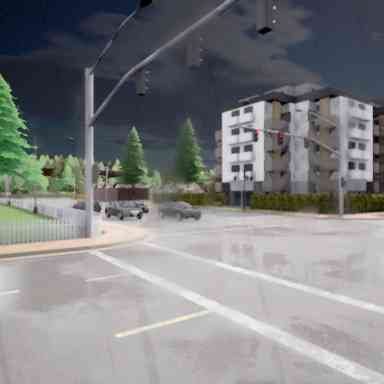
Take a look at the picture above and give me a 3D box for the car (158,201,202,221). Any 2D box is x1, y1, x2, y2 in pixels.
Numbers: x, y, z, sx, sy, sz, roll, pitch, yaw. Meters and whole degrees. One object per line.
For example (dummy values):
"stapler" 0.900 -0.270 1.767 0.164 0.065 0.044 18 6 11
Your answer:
"car" -1.094 1.506 27.290 1.837 1.490 4.892 0 0 -34

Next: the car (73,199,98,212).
"car" -11.386 1.601 36.227 1.895 1.301 4.718 0 0 -34

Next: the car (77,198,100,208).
"car" -14.956 1.601 47.853 1.895 1.301 4.718 0 0 -34

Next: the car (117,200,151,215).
"car" -6.083 1.565 34.651 1.994 1.385 4.181 0 0 -33

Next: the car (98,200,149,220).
"car" -5.814 1.492 28.009 2.128 1.511 4.902 0 0 -34
